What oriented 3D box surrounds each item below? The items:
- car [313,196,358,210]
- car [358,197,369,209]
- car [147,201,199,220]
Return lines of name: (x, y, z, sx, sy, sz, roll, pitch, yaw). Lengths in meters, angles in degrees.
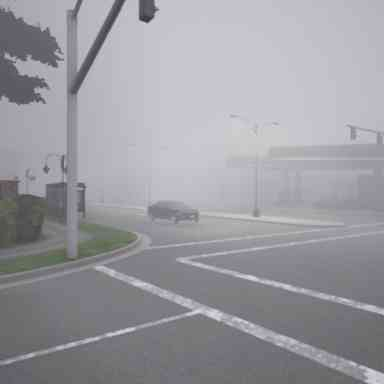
car: (16.968, 1.280, 40.305, 2.242, 1.667, 4.611, 0, 0, -35)
car: (21.234, 1.438, 44.228, 1.970, 1.475, 3.806, 0, 0, -35)
car: (-1.408, 1.317, 23.472, 1.882, 1.535, 5.008, 0, 0, -35)
